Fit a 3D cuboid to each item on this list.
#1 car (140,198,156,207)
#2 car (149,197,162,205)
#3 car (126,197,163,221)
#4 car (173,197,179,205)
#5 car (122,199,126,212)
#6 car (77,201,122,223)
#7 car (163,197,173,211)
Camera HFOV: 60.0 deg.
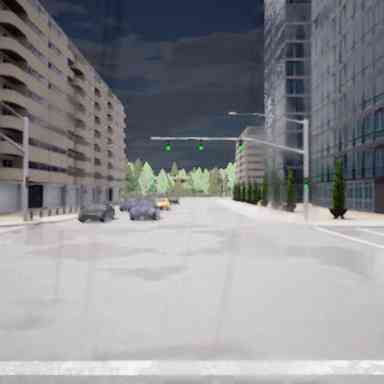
[{"bbox_3d":[-7.192,1.712,54.709,1.994,1.385,4.181,0,0,1],"label":"car"},{"bbox_3d":[-6.992,1.679,64.382,1.837,1.490,4.892,0,0,1],"label":"car"},{"bbox_3d":[-3.874,1.427,27.890,2.097,1.767,4.553,0,0,0],"label":"car"},{"bbox_3d":[-3.509,1.651,64.657,1.882,1.535,5.008,0,0,1],"label":"car"},{"bbox_3d":[-7.284,1.461,39.950,2.097,1.767,4.553,0,0,1],"label":"car"},{"bbox_3d":[-7.368,1.623,26.396,2.033,1.411,5.357,0,0,-1],"label":"car"},{"bbox_3d":[-3.860,1.592,42.543,1.882,1.535,5.008,0,0,1],"label":"car"}]
